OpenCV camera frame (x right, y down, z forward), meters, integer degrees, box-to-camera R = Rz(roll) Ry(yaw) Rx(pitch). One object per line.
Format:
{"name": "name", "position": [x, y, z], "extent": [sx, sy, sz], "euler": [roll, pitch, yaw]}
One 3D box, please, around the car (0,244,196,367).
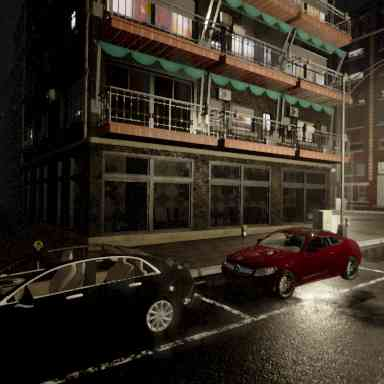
{"name": "car", "position": [-1.978, 1.551, 5.090], "extent": [4.403, 1.369, 2.008], "euler": [0, 1, -35]}

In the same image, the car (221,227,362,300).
{"name": "car", "position": [2.650, 1.585, 8.393], "extent": [4.206, 1.307, 1.802], "euler": [0, 1, -35]}
